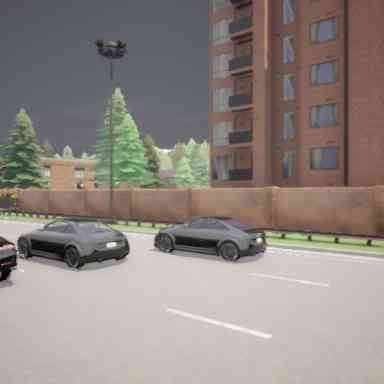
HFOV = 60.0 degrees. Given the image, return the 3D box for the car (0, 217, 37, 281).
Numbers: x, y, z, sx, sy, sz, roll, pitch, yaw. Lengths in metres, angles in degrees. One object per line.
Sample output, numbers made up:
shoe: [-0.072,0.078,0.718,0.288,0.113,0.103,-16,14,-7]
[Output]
car: [-6.418,1.494,8.577,4.902,1.511,2.128,0,0,36]

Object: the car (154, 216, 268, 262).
car: [0.599,1.566,12.167,4.181,1.385,1.994,0,0,36]

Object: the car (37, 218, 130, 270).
car: [-4.058,1.567,11.193,4.181,1.385,1.994,0,0,36]
